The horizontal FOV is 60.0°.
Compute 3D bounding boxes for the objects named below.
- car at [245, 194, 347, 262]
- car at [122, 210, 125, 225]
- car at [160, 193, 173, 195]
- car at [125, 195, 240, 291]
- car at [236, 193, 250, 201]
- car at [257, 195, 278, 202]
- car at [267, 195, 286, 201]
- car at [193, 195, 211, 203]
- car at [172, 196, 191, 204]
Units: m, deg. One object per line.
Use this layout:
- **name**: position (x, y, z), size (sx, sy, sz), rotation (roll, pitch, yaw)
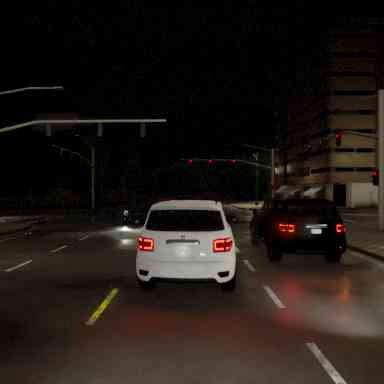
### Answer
- **car**: position (3.584, 1.221, 12.222), size (2.150, 2.045, 5.566), rotation (0, 0, 0)
- **car**: position (-3.595, 1.357, 23.959), size (2.097, 1.767, 4.553), rotation (0, 0, 0)
- **car**: position (-3.519, 1.221, 45.428), size (2.150, 2.045, 5.566), rotation (0, 0, 1)
- **car**: position (0.021, 1.221, 9.198), size (2.150, 2.045, 5.566), rotation (0, 0, 4)
- **car**: position (13.115, 1.225, 80.779), size (5.566, 2.045, 2.150), rotation (0, 0, -41)
- **car**: position (18.243, 1.540, 80.268), size (5.357, 1.411, 2.033), rotation (0, 0, -33)
- **car**: position (21.885, 1.524, 86.292), size (4.674, 1.442, 1.812), rotation (0, 0, -22)
- **car**: position (2.263, 1.500, 73.320), size (1.837, 1.490, 4.892), rotation (0, 0, 31)
- **car**: position (-1.893, 1.547, 63.174), size (2.033, 1.411, 5.357), rotation (0, 0, 16)
